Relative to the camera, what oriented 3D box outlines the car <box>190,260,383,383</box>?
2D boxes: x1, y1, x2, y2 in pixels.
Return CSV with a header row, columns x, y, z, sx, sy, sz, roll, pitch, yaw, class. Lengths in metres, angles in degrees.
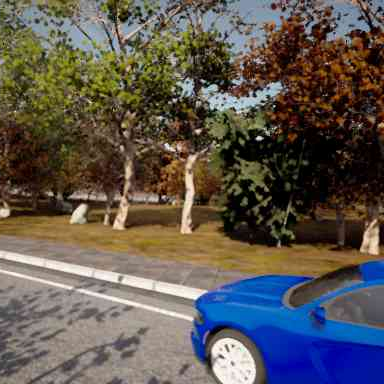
x,y,z,sx,sy,sz,roll,pitch,yaw,class
2.293,1.485,3.526,5.008,1.535,1.882,0,0,34,car
